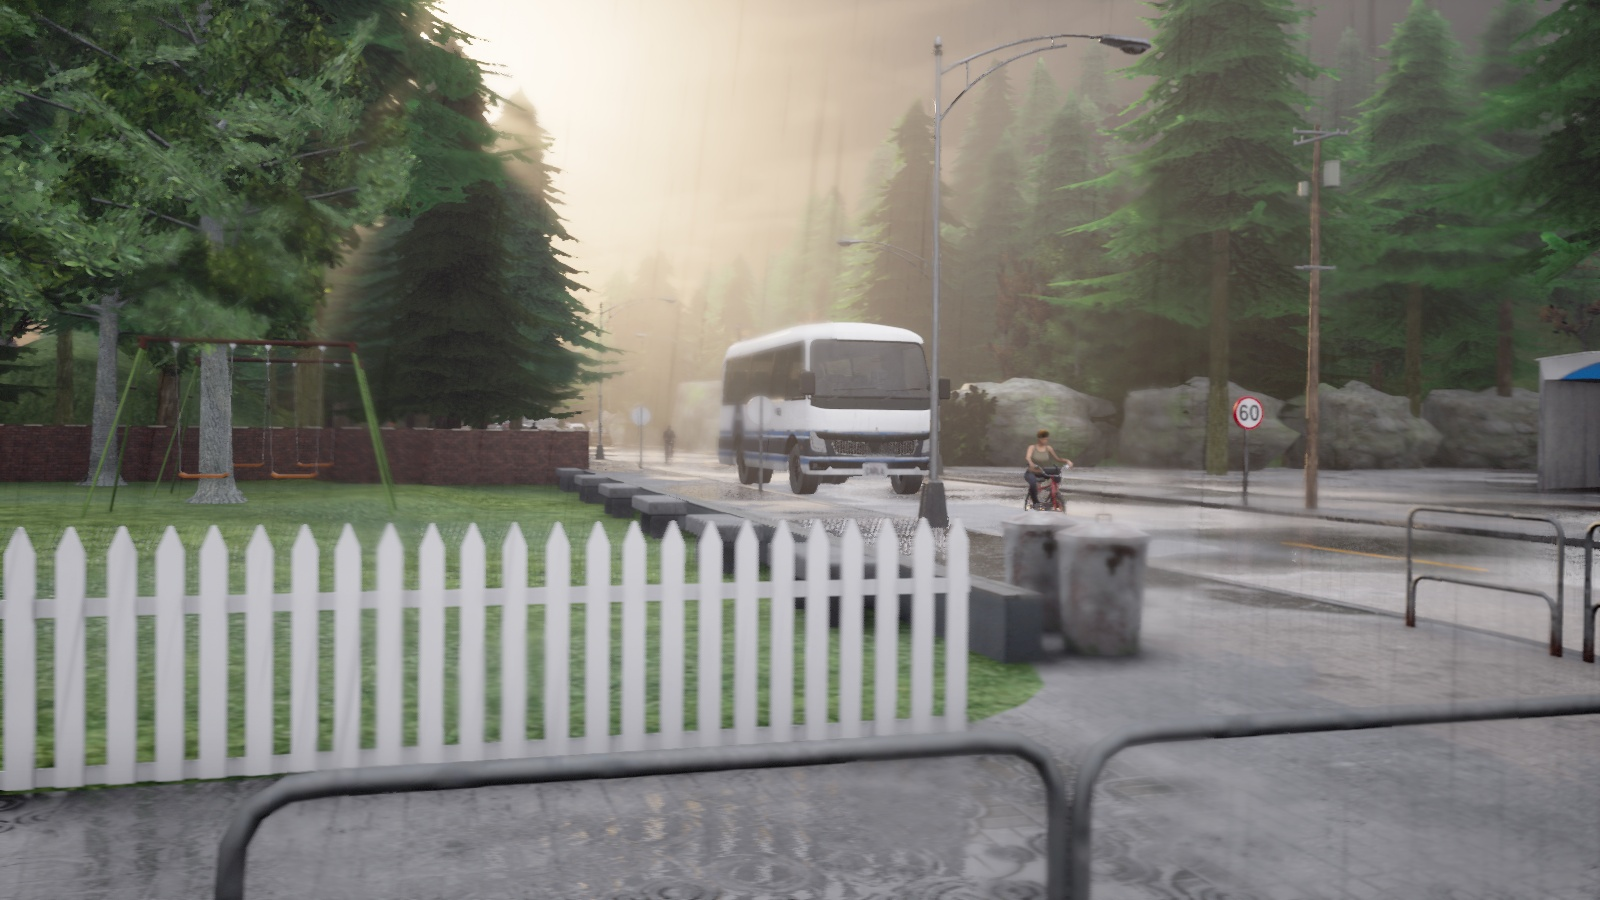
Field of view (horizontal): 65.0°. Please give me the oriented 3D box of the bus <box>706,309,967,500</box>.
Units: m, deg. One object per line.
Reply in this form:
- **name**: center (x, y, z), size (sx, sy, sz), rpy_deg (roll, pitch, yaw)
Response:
- **bus**: center (0.516, -1.096, 33.364), size (3.944, 4.253, 10.273), rpy_deg (-1, 1, -16)

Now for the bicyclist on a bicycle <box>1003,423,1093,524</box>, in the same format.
- **bicyclist on a bicycle**: center (4.120, 0.367, 20.977), size (0.866, 1.612, 1.509), rpy_deg (-1, 1, -16)
